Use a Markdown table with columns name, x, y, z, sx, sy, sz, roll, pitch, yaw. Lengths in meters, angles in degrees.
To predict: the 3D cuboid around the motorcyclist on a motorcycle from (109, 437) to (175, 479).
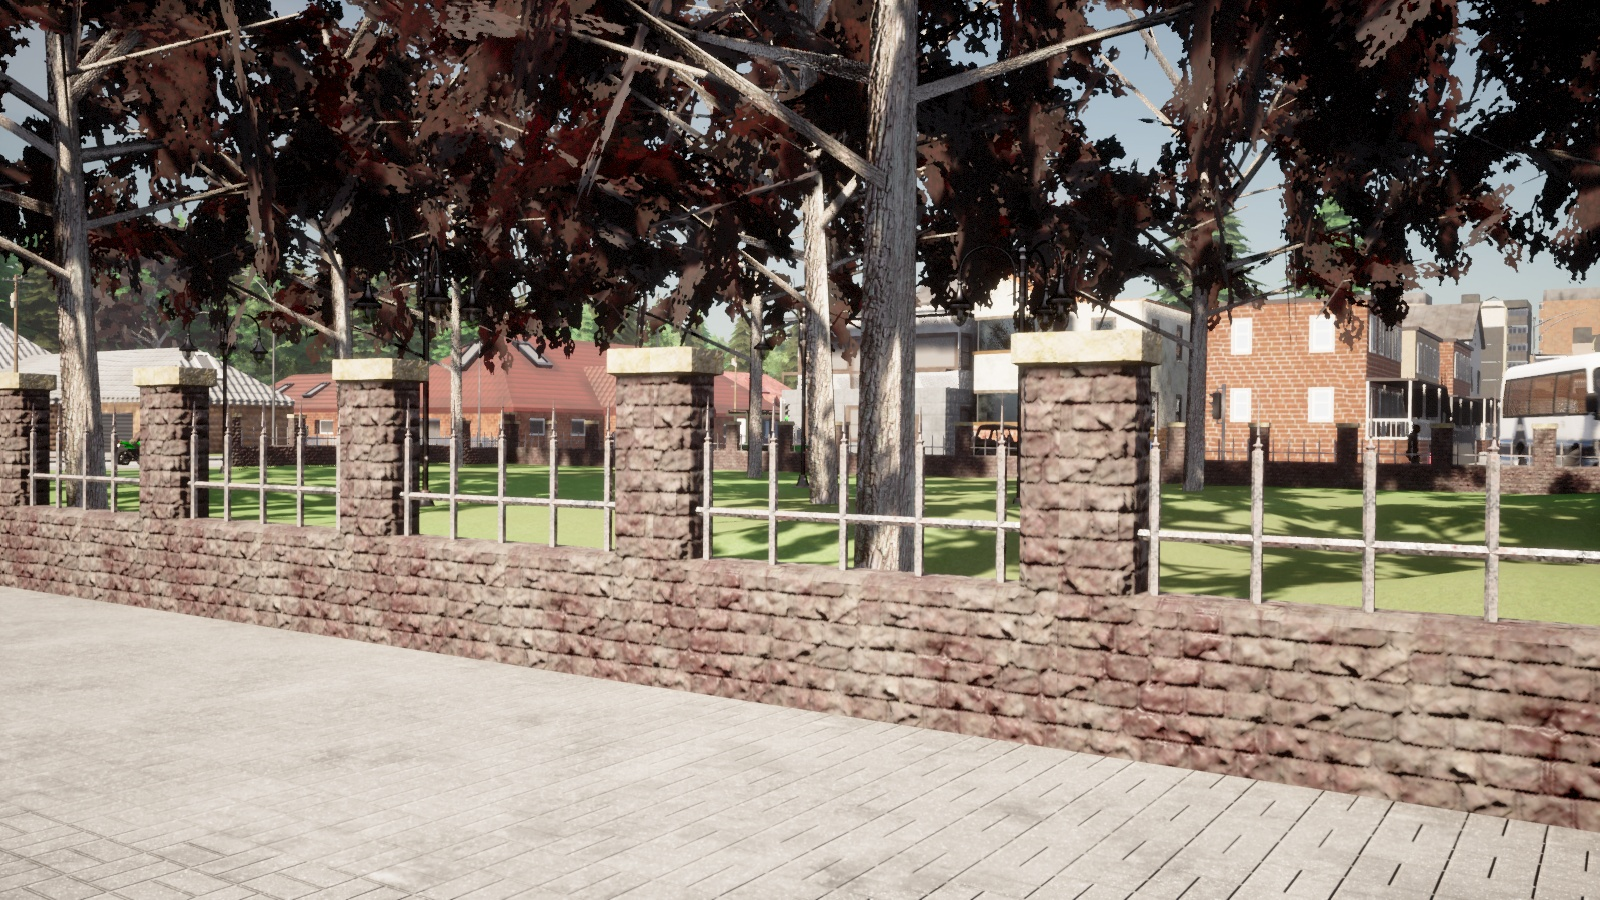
| name | x | y | z | sx | sy | sz | roll | pitch | yaw |
| --- | --- | --- | --- | --- | --- | --- | --- | --- | --- |
| motorcyclist on a motorcycle | -24.805 | 0.291 | 47.363 | 0.797 | 1.523 | 2.044 | 0 | 1 | 32 |

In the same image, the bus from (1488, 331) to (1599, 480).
| name | x | y | z | sx | sy | sz | roll | pitch | yaw |
| --- | --- | --- | --- | --- | --- | --- | --- | --- | --- |
| bus | 25.836 | -1.431 | 40.401 | 3.944 | 4.253 | 10.273 | -2 | 0 | 14 |

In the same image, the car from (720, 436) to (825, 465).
| name | x | y | z | sx | sy | sz | roll | pitch | yaw |
| --- | --- | --- | --- | --- | --- | --- | --- | --- | --- |
| car | -1.302 | 0.032 | 59.461 | 4.718 | 1.301 | 1.895 | 0 | 1 | 34 |

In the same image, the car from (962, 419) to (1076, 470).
| name | x | y | z | sx | sy | sz | roll | pitch | yaw |
| --- | --- | --- | --- | --- | --- | --- | --- | --- | --- |
| car | 8.383 | -0.206 | 48.138 | 3.866 | 1.878 | 1.905 | 0 | 1 | 32 |

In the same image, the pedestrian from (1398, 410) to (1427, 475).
| name | x | y | z | sx | sy | sz | roll | pitch | yaw |
| --- | --- | --- | --- | --- | --- | --- | --- | --- | --- |
| pedestrian | 17.443 | -0.205 | 35.768 | 0.703 | 1.840 | 0.431 | 0 | 1 | 34 |
